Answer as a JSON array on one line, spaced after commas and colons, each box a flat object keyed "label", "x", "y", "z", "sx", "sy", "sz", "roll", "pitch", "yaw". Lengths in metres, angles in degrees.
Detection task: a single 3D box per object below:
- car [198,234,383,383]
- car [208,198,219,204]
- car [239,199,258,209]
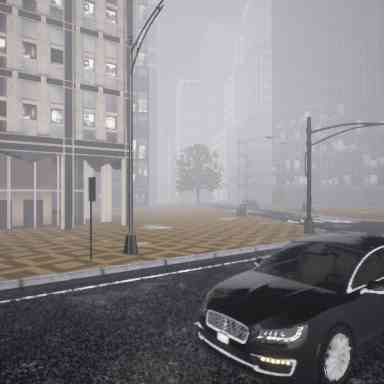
[{"label": "car", "x": 2.331, "y": 1.505, "z": 5.415, "sx": 4.892, "sy": 1.490, "sz": 1.837, "roll": 0, "pitch": 0, "yaw": -36}, {"label": "car", "x": 4.879, "y": 2.027, "z": 74.966, "sx": 1.812, "sy": 1.442, "sz": 4.674, "roll": 0, "pitch": 0, "yaw": -8}, {"label": "car", "x": 8.381, "y": 1.800, "z": 49.883, "sx": 1.837, "sy": 1.490, "sz": 4.892, "roll": 0, "pitch": 0, "yaw": -8}]
